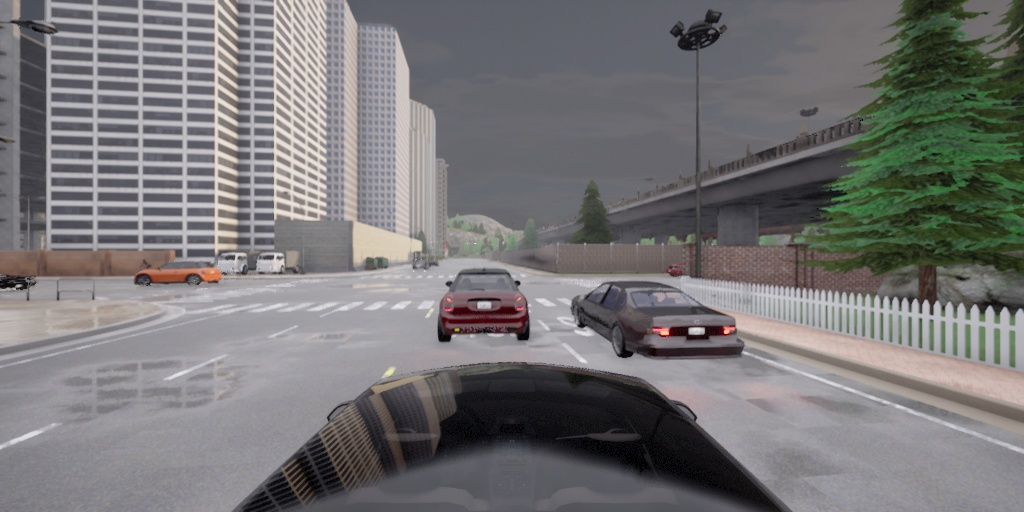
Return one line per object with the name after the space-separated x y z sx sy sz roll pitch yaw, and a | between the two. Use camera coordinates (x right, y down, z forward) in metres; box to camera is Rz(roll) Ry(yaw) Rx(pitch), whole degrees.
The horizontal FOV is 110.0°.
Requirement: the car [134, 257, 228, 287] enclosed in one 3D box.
-23.001 1.150 24.769 4.553 1.767 2.097 0 0 -6 | car

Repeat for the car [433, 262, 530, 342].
-0.787 1.100 9.969 2.097 1.767 4.553 0 0 -5 | car

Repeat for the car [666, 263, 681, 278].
17.131 1.021 33.052 5.566 2.045 2.150 0 0 -7 | car

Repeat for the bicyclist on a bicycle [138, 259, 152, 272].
-32.672 1.096 31.989 0.582 1.620 1.656 0 0 -7 | bicyclist on a bicycle

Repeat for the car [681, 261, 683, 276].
16.863 1.151 29.495 4.553 1.767 2.097 0 0 -7 | car

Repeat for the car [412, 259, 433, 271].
-12.753 1.228 50.177 2.128 1.511 4.902 0 0 -7 | car

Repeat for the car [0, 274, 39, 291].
-30.299 1.400 20.206 4.718 1.301 1.895 0 0 -7 | car

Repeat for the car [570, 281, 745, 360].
2.851 1.295 8.451 2.033 1.411 5.357 0 0 -5 | car
